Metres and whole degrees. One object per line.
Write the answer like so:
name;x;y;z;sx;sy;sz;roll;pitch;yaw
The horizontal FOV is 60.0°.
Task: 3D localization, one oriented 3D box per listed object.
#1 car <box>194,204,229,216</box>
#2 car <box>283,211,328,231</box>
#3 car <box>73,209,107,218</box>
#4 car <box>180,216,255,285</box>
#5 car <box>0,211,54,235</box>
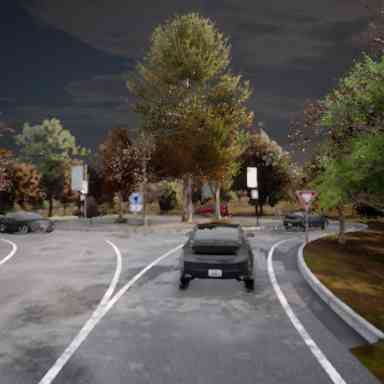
car;3.102;2.964;52.955;5.566;2.045;2.150;0;-3;23
car;9.233;2.277;26.895;4.892;1.490;1.837;2;-2;-42
car;-15.043;3.119;49.097;4.718;1.301;1.895;0;-2;-45
car;0.801;1.650;9.921;1.837;1.490;4.892;0;-2;7
car;-11.724;2.148;23.497;4.892;1.490;1.837;-2;-1;35
